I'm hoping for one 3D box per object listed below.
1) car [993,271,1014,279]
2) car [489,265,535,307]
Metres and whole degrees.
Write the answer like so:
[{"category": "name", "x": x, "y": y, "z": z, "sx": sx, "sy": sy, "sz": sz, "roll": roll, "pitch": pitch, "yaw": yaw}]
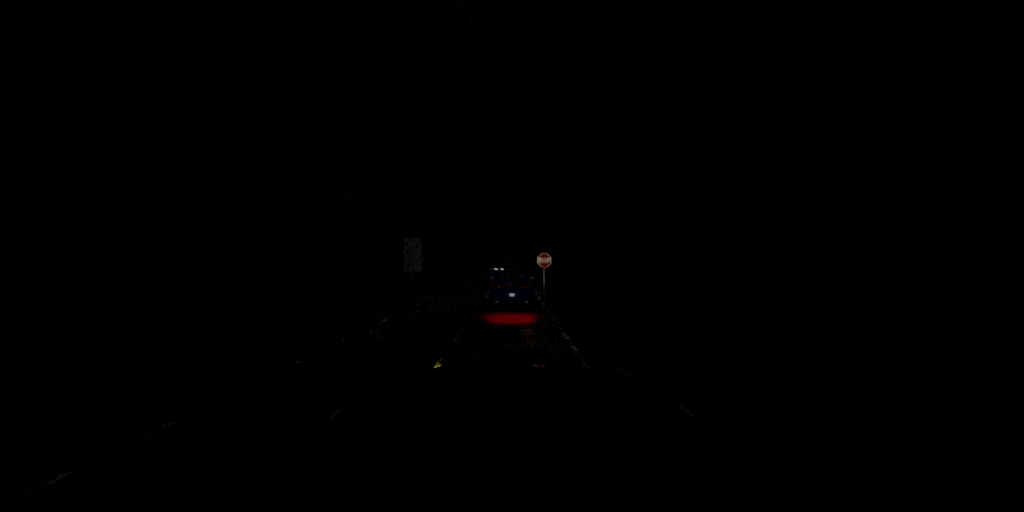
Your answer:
[{"category": "car", "x": 48.666, "y": 1.667, "z": 33.834, "sx": 4.892, "sy": 1.490, "sz": 1.837, "roll": 1, "pitch": 0, "yaw": 0}, {"category": "car", "x": 0.007, "y": 1.356, "z": 16.316, "sx": 1.882, "sy": 1.535, "sz": 5.008, "roll": 0, "pitch": 0, "yaw": 0}]
